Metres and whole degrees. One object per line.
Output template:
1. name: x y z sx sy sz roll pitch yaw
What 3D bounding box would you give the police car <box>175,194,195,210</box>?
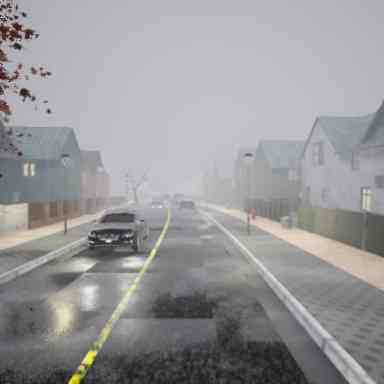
1. police car: -0.698 1.353 41.519 1.930 1.638 5.238 0 0 -5

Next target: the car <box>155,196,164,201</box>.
1. car: -8.678 1.679 88.904 1.895 1.301 4.718 -1 0 -12

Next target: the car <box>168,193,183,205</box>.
1. car: -2.443 1.209 57.448 2.150 2.045 5.566 0 0 -7

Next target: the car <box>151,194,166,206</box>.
1. car: -5.919 1.548 56.004 2.033 1.411 5.357 0 0 -6

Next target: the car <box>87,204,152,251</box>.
1. car: -2.950 1.458 14.006 1.837 1.490 4.892 0 0 -1

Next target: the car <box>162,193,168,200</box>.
1. car: -6.043 1.206 75.428 2.150 2.045 5.566 0 0 -11

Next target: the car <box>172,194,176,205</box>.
1. car: -1.703 1.484 51.423 1.812 1.442 4.674 0 0 -7
